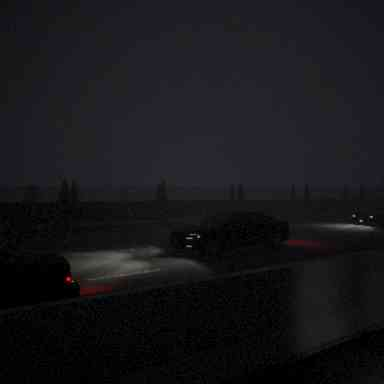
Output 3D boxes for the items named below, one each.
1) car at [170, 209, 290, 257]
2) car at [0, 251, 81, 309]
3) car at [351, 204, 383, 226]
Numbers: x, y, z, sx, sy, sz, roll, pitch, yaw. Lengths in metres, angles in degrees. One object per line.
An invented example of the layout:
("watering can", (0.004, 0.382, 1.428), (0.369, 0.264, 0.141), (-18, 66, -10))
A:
("car", (1.573, 1.443, 12.967), (5.008, 1.535, 1.882), (0, 0, -30))
("car", (-4.543, 1.528, 4.972), (5.357, 1.411, 2.033), (0, 0, -35))
("car", (13.514, 1.498, 22.745), (5.357, 1.411, 2.033), (0, 0, -22))
